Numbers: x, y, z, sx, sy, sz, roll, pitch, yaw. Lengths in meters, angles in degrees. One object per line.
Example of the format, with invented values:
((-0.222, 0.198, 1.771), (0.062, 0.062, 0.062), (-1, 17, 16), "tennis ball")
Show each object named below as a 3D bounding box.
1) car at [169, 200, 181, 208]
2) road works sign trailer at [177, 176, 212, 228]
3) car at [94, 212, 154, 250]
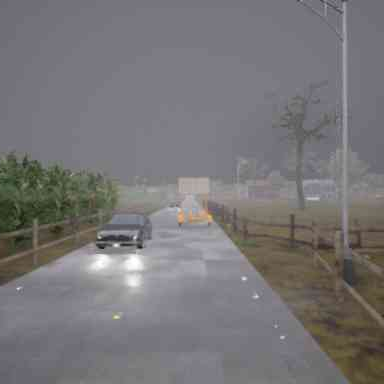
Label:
((-2.752, 2.034, 56.393), (2.033, 1.411, 5.357), (0, -1, 1), "car")
((0.132, 0.621, 23.872), (2.380, 3.560, 2.880), (0, 0, -5), "road works sign trailer")
((-2.834, 1.632, 15.114), (2.033, 1.411, 5.357), (0, 0, 0), "car")
